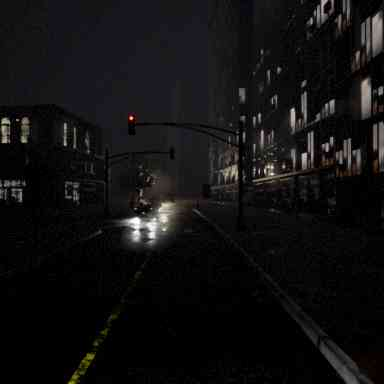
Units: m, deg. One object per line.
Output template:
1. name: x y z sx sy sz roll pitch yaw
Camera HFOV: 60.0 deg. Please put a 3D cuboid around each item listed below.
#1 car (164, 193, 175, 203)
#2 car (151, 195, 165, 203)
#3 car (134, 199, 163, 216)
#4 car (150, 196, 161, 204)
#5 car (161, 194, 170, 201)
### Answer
1. car: -4.868 1.208 69.136 2.150 2.045 5.566 0 0 -8
2. car: -5.306 1.496 48.517 1.837 1.490 4.892 0 0 -6
3. car: -4.336 1.596 32.329 1.895 1.301 4.718 0 0 1
4. car: -7.010 1.547 63.952 1.994 1.385 4.181 0 0 -7
5. car: -6.416 1.335 79.403 1.812 1.442 4.674 0 0 -10
